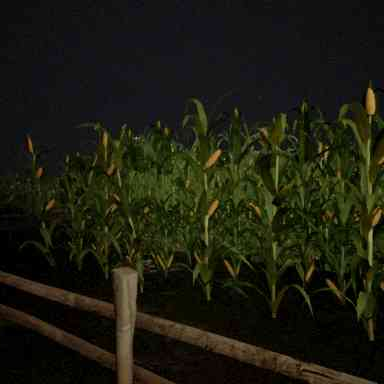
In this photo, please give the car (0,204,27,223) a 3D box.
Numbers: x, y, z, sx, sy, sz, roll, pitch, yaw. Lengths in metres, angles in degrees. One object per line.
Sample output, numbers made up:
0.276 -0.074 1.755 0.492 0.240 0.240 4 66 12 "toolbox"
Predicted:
-13.450 1.465 22.455 1.994 1.385 4.181 0 1 36 "car"
